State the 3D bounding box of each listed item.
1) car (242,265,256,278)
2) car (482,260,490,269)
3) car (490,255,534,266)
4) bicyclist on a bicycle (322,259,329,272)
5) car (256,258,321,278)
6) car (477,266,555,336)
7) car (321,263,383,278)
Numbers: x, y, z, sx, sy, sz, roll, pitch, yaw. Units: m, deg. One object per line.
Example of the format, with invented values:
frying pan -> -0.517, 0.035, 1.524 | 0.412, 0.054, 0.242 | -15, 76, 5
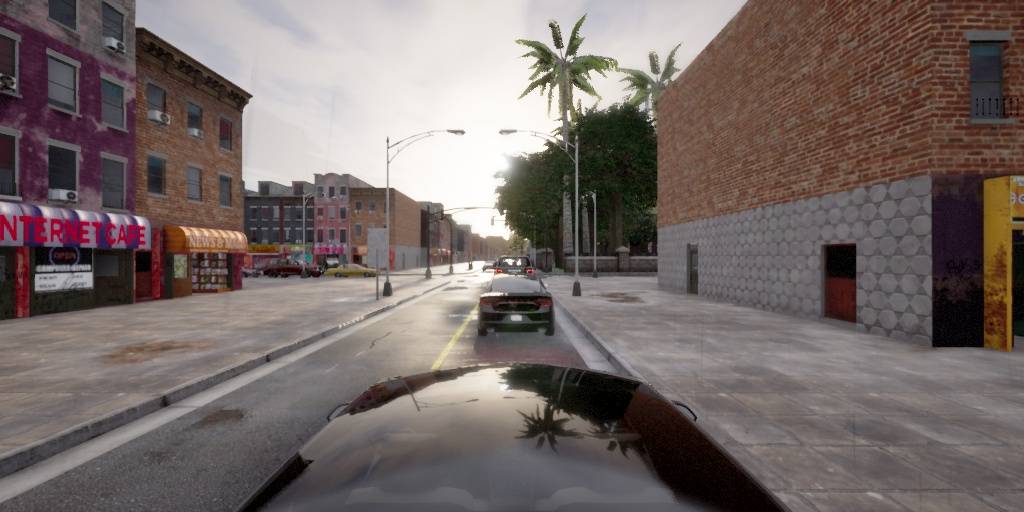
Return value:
car -> -25.516, 1.407, 32.980 | 4.207, 1.307, 1.802 | 0, 0, 0
car -> -2.862, 1.313, 47.862 | 1.812, 1.442, 4.674 | 0, 0, 0
car -> 0.100, 0.979, 20.418 | 2.150, 2.045, 5.566 | 0, 0, -1
bicyclist on a bicycle -> -20.147, 1.122, 38.633 | 0.582, 1.620, 1.656 | 0, 0, 0
car -> -20.064, 1.126, 32.987 | 5.009, 1.841, 2.192 | 0, 0, 0
car -> 0.098, 1.229, 10.449 | 1.882, 1.535, 5.008 | 0, 0, 0
car -> -14.443, 1.322, 32.994 | 4.829, 1.417, 1.751 | 0, 0, 0
